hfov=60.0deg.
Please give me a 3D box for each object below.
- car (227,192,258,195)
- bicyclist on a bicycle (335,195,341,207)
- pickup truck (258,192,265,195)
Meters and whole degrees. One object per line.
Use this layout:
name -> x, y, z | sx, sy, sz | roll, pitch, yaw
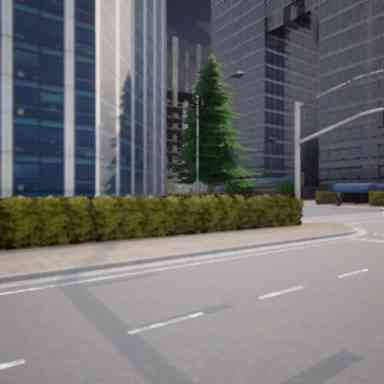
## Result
car -> 5.417, 1.224, 43.316 | 2.150, 2.045, 5.566 | 0, 0, -36
bicyclist on a bicycle -> 20.639, 1.306, 47.013 | 1.656, 1.620, 0.582 | 0, 0, -36
pickup truck -> 13.322, 1.065, 66.803 | 2.390, 2.098, 6.274 | 0, 0, -6
